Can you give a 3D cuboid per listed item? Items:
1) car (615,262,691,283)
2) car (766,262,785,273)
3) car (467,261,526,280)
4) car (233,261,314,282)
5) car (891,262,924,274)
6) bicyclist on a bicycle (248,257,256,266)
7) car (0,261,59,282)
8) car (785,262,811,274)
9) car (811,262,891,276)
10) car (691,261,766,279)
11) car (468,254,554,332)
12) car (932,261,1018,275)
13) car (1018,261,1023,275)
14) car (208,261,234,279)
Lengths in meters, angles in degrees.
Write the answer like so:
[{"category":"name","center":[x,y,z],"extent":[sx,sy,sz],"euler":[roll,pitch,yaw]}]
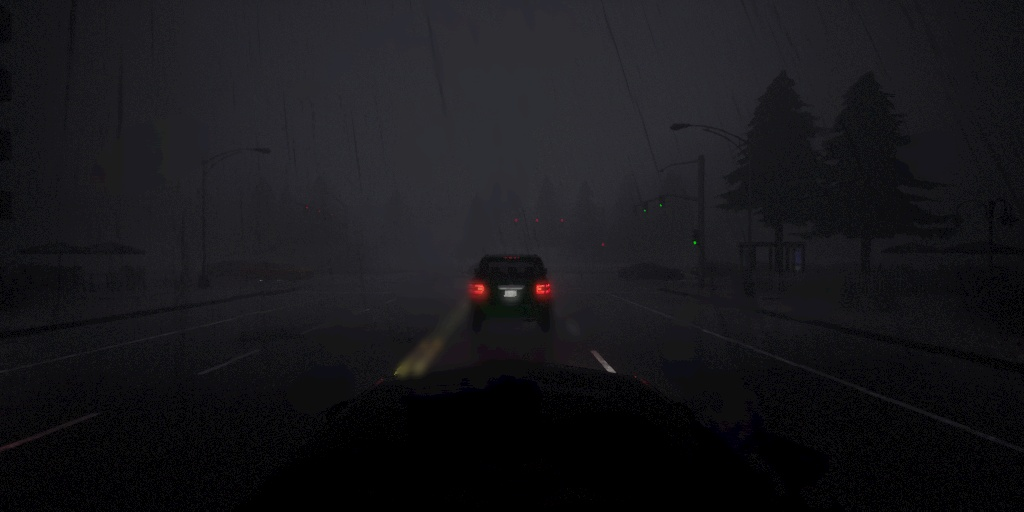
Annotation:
[{"category":"car","center":[10.495,1.184,27.403],"extent":[5.008,1.535,1.882],"euler":[0,0,-1]},{"category":"car","center":[22.940,1.183,34.681],"extent":[4.902,1.511,2.128],"euler":[0,0,0]},{"category":"car","center":[-1.308,1.223,30.798],"extent":[4.892,1.490,1.837],"euler":[0,0,-1]},{"category":"car","center":[-17.689,1.170,27.148],"extent":[5.008,1.535,1.882],"euler":[0,0,-1]},{"category":"car","center":[39.727,1.292,37.662],"extent":[4.718,1.301,1.895],"euler":[0,0,7]},{"category":"bicyclist on a bicycle","center":[-30.106,0.992,41.533],"extent":[0.582,1.620,1.656],"euler":[0,0,-1]},{"category":"car","center":[-35.091,1.256,26.782],"extent":[4.181,1.385,1.994],"euler":[0,0,-3]},{"category":"car","center":[30.596,1.292,38.184],"extent":[4.718,1.301,1.895],"euler":[0,0,1]},{"category":"car","center":[32.691,1.239,34.680],"extent":[5.357,1.411,2.033],"euler":[0,0,1]},{"category":"car","center":[18.326,1.239,30.974],"extent":[5.357,1.411,2.033],"euler":[0,0,-1]},{"category":"car","center":[-0.022,0.971,11.024],"extent":[2.150,2.045,5.566],"euler":[0,0,0]},{"category":"car","center":[42.803,1.183,33.619],"extent":[4.902,1.511,2.128],"euler":[0,0,13]},{"category":"car","center":[49.334,1.196,35.419],"extent":[4.892,1.490,1.837],"euler":[0,0,20]},{"category":"car","center":[-23.038,1.197,30.581],"extent":[4.892,1.490,1.837],"euler":[0,0,-1]}]
